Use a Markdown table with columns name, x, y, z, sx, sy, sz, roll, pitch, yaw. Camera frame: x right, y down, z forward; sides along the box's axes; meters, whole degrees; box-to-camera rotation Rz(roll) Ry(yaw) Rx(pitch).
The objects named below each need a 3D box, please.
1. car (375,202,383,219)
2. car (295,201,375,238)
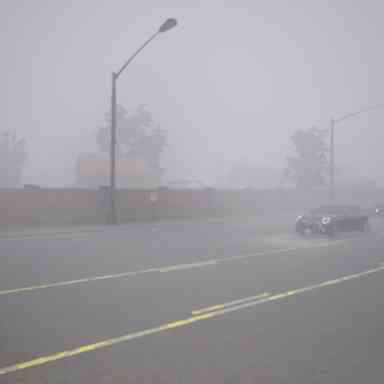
| name | x | y | z | sx | sy | sz | roll | pitch | yaw |
| --- | --- | --- | --- | --- | --- | --- | --- | --- | --- |
| car | 16.220 | 1.564 | 28.661 | 4.718 | 1.301 | 1.895 | -1 | 0 | -36 |
| car | 7.680 | 1.405 | 18.178 | 4.553 | 1.767 | 2.097 | 0 | 0 | -36 |
